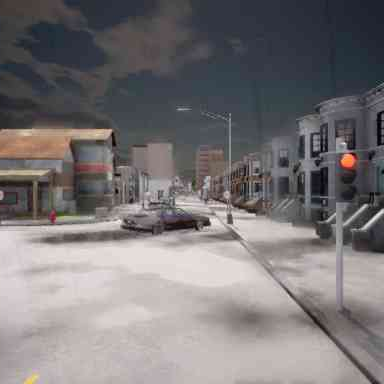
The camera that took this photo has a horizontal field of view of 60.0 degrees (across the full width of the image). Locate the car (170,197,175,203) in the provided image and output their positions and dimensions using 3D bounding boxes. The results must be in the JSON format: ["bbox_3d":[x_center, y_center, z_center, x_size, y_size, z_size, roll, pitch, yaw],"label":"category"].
[{"bbox_3d":[-4.023,1.505,49.454,1.837,1.490,4.892,0,0,0],"label":"car"}]

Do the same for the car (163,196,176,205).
[{"bbox_3d":[-3.971,1.547,59.904,2.033,1.411,5.357,0,0,1],"label":"car"}]

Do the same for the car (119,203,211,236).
[{"bbox_3d":[-1.364,1.547,18.576,5.357,1.411,2.033,0,0,-43],"label":"car"}]

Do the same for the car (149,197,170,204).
[{"bbox_3d":[-4.049,1.564,39.509,1.994,1.385,4.181,0,0,0],"label":"car"}]
